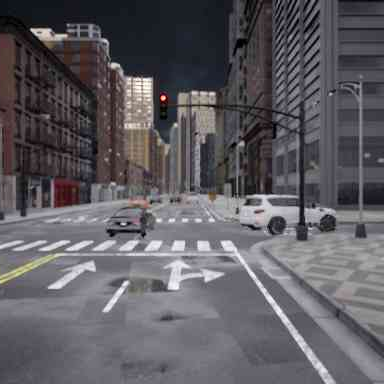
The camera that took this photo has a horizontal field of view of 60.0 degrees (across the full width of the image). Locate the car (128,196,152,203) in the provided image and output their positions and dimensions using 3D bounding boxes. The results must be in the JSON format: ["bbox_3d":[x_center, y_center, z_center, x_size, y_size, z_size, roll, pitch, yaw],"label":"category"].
[{"bbox_3d":[-6.547,1.295,41.004,2.097,1.767,4.553,0,0,0],"label":"car"}]

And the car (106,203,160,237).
[{"bbox_3d":[-3.146,1.528,17.907,2.033,1.411,5.357,0,0,0],"label":"car"}]

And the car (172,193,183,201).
[{"bbox_3d":[-3.164,1.120,73.102,2.097,1.767,4.553,0,0,0],"label":"car"}]

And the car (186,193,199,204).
[{"bbox_3d":[0.120,1.121,62.623,2.150,2.045,5.566,0,0,0],"label":"car"}]

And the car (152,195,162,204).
[{"bbox_3d":[-6.486,1.410,60.522,1.837,1.490,4.892,0,0,1],"label":"car"}]

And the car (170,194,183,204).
[{"bbox_3d":[-3.132,1.404,62.797,1.837,1.490,4.892,0,0,1],"label":"car"}]

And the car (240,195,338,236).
[{"bbox_3d":[5.374,1.205,18.390,5.566,2.045,2.150,0,-2,-21],"label":"car"}]

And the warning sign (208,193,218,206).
[{"bbox_3d":[2.903,1.048,46.611,1.300,1.860,1.060,0,0,0],"label":"warning sign"}]
